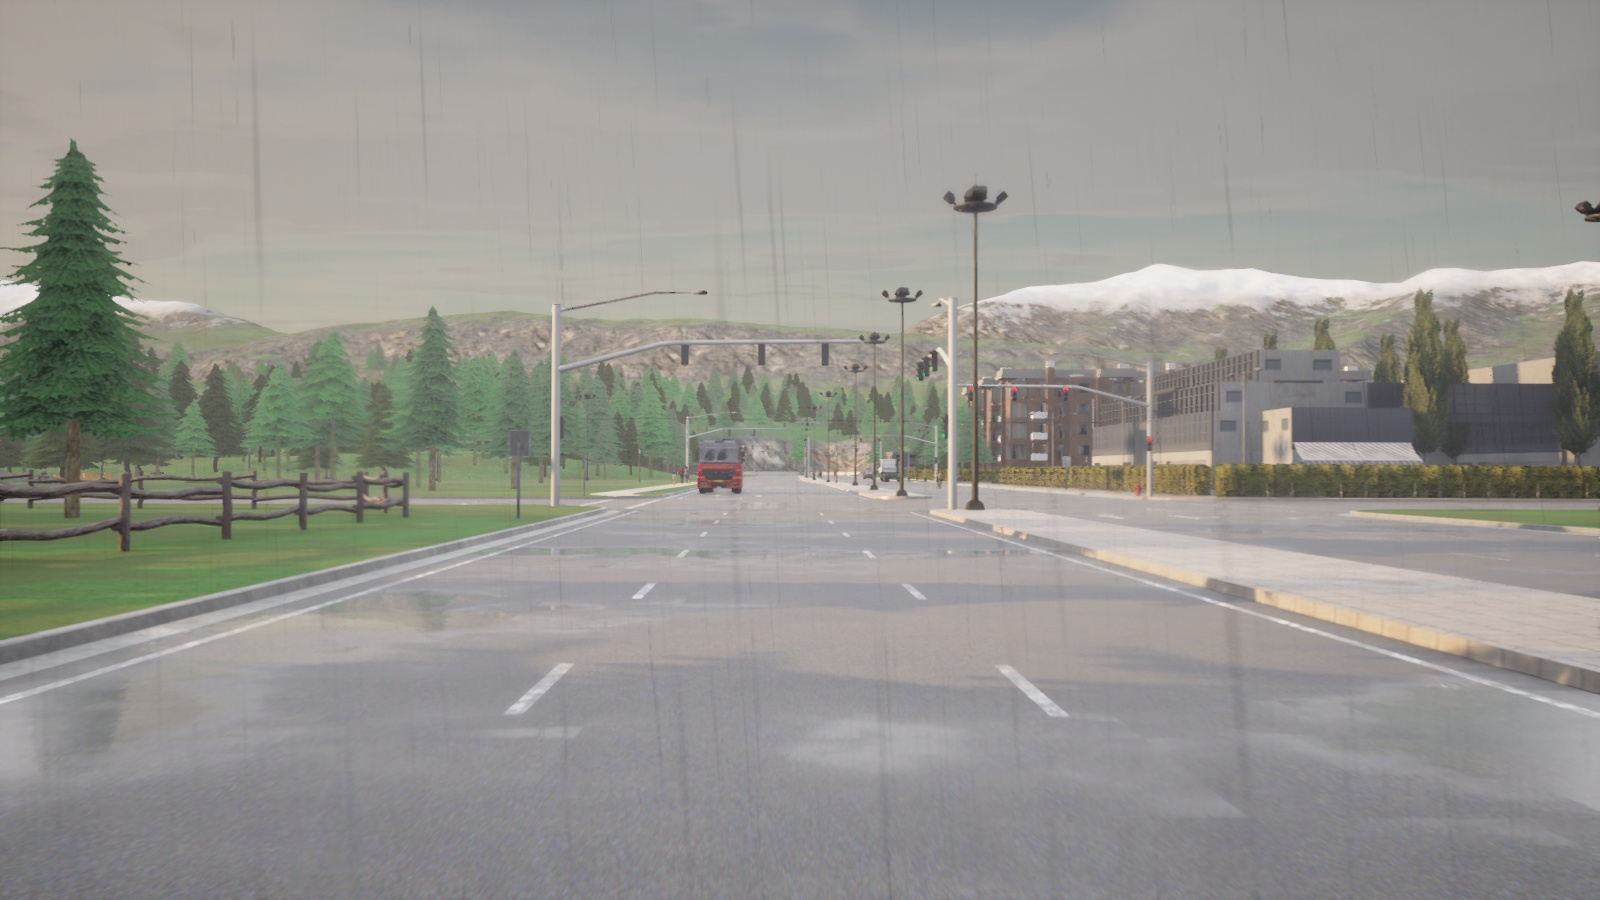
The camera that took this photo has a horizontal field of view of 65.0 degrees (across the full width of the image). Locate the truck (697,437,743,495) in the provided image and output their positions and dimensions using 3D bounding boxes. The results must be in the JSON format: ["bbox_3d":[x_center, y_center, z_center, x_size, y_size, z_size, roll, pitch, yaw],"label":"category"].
[{"bbox_3d":[-5.439,1.121,86.582,2.891,3.827,8.468,0,-1,-1],"label":"truck"}]
